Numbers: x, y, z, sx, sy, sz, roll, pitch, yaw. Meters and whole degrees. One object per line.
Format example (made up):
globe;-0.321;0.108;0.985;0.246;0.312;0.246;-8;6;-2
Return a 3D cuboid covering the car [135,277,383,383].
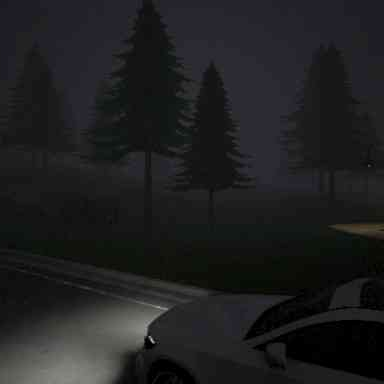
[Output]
car;1.597;1.526;2.854;4.674;1.442;1.812;0;0;36
